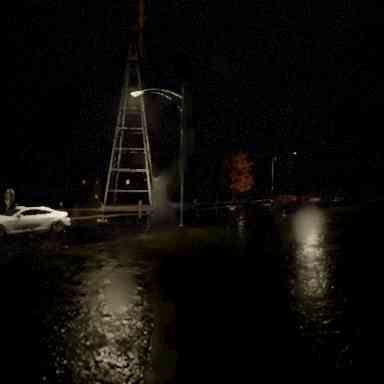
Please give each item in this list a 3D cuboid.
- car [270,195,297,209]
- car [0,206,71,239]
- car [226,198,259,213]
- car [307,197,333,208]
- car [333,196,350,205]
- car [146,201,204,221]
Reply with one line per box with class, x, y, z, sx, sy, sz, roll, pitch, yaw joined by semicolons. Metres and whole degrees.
car;11.990;1.184;43.280;2.097;1.767;4.553;1;1;39
car;-8.621;1.468;17.091;1.812;1.442;4.674;1;1;41
car;5.432;1.395;34.941;1.812;1.442;4.674;1;1;38
car;17.082;1.422;45.043;1.994;1.385;4.181;1;1;38
car;23.928;1.370;53.649;2.033;1.411;5.357;1;1;40
car;-1.172;1.453;26.367;2.033;1.411;5.357;1;1;38
